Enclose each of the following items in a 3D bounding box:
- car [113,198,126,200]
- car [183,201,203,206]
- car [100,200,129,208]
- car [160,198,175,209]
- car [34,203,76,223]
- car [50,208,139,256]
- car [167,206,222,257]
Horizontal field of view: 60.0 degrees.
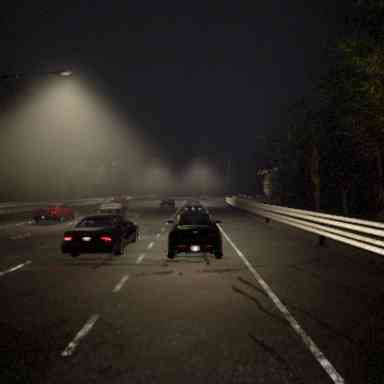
[{"bbox_3d":[-10.393,1.540,48.012,1.882,1.535,5.008,0,0,0],"label":"car"},{"bbox_3d":[0.107,1.590,32.997,2.033,1.411,5.357,0,0,0],"label":"car"},{"bbox_3d":[-6.896,1.639,29.049,1.895,1.301,4.718,0,0,0],"label":"car"},{"bbox_3d":[-3.394,1.552,46.450,2.128,1.511,4.902,0,0,0],"label":"car"},{"bbox_3d":[-10.394,1.559,25.527,1.812,1.442,4.674,0,0,0],"label":"car"},{"bbox_3d":[-3.400,1.565,13.231,2.033,1.411,5.357,0,0,0],"label":"car"},{"bbox_3d":[0.102,1.522,12.909,1.837,1.490,4.892,0,0,0],"label":"car"}]
